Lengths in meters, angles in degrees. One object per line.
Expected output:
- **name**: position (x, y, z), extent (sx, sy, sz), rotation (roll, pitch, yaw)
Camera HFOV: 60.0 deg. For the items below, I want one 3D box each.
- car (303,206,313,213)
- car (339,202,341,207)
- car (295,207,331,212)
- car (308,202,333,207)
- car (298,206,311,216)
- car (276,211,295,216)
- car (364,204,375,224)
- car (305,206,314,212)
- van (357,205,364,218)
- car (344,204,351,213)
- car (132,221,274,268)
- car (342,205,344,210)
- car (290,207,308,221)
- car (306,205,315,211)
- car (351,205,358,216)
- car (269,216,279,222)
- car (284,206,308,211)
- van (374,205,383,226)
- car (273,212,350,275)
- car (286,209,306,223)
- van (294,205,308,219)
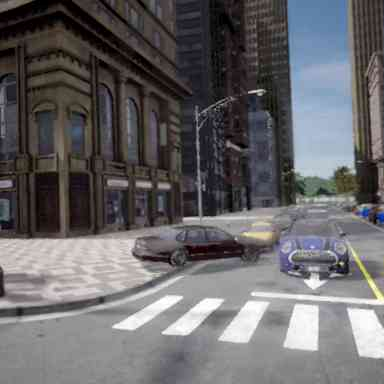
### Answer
- **car**: position (25.764, 3.843, 73.684), extent (1.887, 1.381, 4.507), rotation (-3, -3, 21)
- **car**: position (39.725, 3.866, 85.902), extent (1.752, 1.417, 4.829), rotation (-3, -3, 21)
- **car**: position (8.178, 2.076, 21.736), extent (2.097, 1.767, 4.553), rotation (-3, -3, 22)
- **car**: position (14.838, 2.432, 38.576), extent (2.150, 2.045, 5.566), rotation (-3, -3, 22)
- **car**: position (19.852, 3.316, 58.680), extent (1.967, 1.590, 4.097), rotation (-4, -3, 21)
- **car**: position (7.268, 2.509, 26.693), extent (2.008, 1.369, 4.403), rotation (-4, -3, 21)
- **car**: position (19.079, 2.179, 33.413), extent (2.192, 1.841, 5.009), rotation (-4, -3, 21)
- **car**: position (27.734, 4.019, 78.684), extent (1.802, 1.307, 4.206), rotation (-3, -3, 21)
- **van**: position (22.817, 2.476, 42.873), extent (1.690, 1.788, 3.998), rotation (-4, -3, 21)
- **car**: position (32.045, 3.371, 66.383), extent (1.947, 1.339, 4.313), rotation (-4, -3, 21)
- **car**: position (0.399, 2.019, 13.056), extent (5.357, 1.411, 2.033), rotation (0, -1, -23)
- **car**: position (33.950, 3.505, 71.223), extent (1.947, 1.339, 4.313), rotation (-4, -3, 21)
- **car**: position (14.420, 2.921, 44.878), extent (1.967, 1.590, 4.097), rotation (-4, -3, 21)
- **car**: position (31.671, 4.260, 88.690), extent (2.008, 1.369, 4.403), rotation (-3, -3, 21)
- **car**: position (26.331, 2.975, 51.864), extent (1.802, 1.307, 4.206), rotation (-4, -3, 21)
- **car**: position (3.627, 2.215, 17.446), extent (1.752, 1.417, 4.829), rotation (-4, -3, 21)
- **car**: position (10.836, 2.535, 35.794), extent (2.192, 1.841, 5.009), rotation (-4, -3, 21)
- **van**: position (17.212, 2.069, 28.682), extent (1.690, 1.788, 3.998), rotation (-4, -3, 21)
- **car**: position (4.445, 1.798, 12.176), extent (2.097, 1.767, 4.553), rotation (-3, -3, 21)
- **car**: position (12.635, 2.895, 40.329), extent (1.887, 1.381, 4.507), rotation (-4, -3, 21)
- **van**: position (16.204, 2.953, 49.428), extent (1.690, 1.788, 3.998), rotation (-4, -3, 21)
